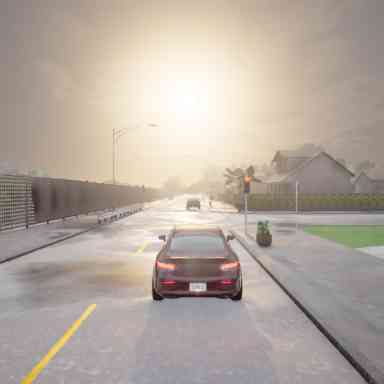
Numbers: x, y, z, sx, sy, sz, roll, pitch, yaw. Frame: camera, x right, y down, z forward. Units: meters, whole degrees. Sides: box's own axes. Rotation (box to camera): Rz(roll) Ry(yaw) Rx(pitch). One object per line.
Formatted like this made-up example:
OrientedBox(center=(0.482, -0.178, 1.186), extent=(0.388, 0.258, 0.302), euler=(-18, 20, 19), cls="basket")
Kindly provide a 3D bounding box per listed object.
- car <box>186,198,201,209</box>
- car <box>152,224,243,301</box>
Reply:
OrientedBox(center=(0.192, 1.505, 44.105), extent=(1.837, 1.490, 4.892), euler=(0, 0, 0), cls="car")
OrientedBox(center=(0.110, 1.526, 8.217), extent=(1.812, 1.442, 4.674), euler=(0, 0, 0), cls="car")
